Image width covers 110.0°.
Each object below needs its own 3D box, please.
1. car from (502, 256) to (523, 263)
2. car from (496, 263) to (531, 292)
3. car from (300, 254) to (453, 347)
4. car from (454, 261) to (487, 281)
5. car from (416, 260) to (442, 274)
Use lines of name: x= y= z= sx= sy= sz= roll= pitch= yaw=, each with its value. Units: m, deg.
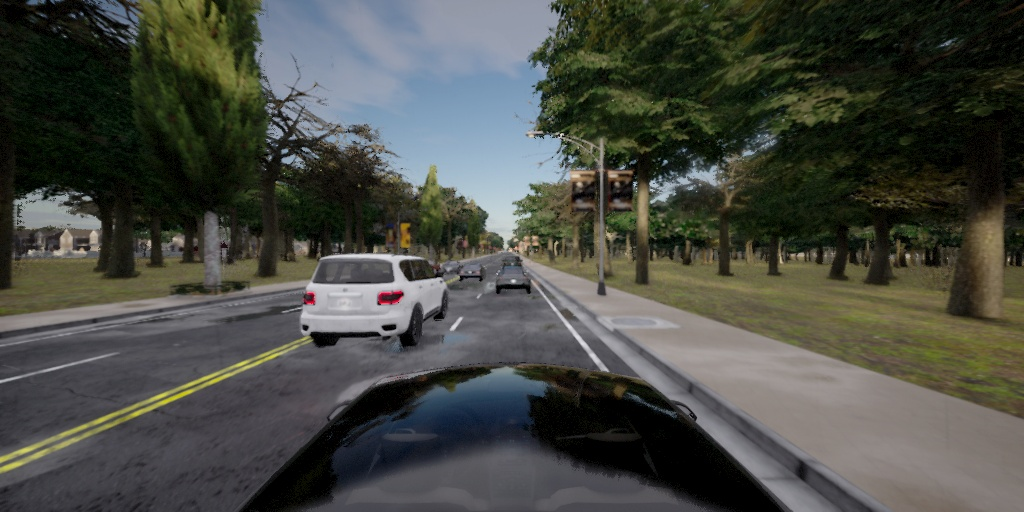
car: x=0.064 y=0.978 z=39.930 sx=2.150 sy=2.045 sz=5.566 roll=0 pitch=0 yaw=0
car: x=0.081 y=1.315 z=21.107 sx=1.994 sy=1.385 sz=4.181 roll=0 pitch=0 yaw=0
car: x=-3.155 y=0.972 z=9.447 sx=2.150 sy=2.045 sz=5.566 roll=0 pitch=0 yaw=0
car: x=-3.179 y=1.302 z=29.667 sx=2.033 sy=1.411 sz=5.357 roll=0 pitch=0 yaw=0
car: x=-9.789 y=1.278 z=42.544 sx=1.882 sy=1.535 sz=5.008 roll=0 pitch=0 yaw=0
